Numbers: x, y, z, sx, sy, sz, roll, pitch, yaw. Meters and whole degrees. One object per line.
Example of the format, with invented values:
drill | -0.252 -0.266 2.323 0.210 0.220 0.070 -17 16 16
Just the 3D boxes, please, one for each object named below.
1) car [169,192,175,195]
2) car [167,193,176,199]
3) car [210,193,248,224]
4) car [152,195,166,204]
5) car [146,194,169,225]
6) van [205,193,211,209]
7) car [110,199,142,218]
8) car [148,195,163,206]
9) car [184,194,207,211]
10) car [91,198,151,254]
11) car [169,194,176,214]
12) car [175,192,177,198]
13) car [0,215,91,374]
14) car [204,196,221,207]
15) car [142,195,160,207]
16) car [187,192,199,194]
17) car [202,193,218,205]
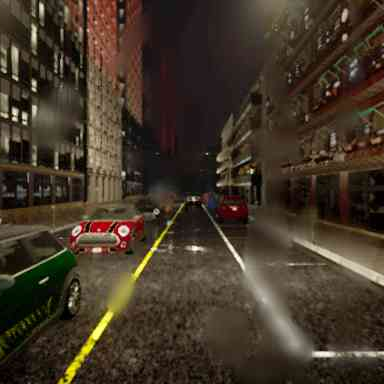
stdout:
car | -5.553 1.167 73.592 2.008 1.369 4.403 0 0 0
car | -5.522 0.973 90.245 1.967 1.590 4.097 0 0 0
car | 2.729 1.174 23.619 2.192 1.841 5.009 0 0 0
car | -5.586 1.252 56.940 2.008 1.369 4.403 0 0 0
car | -3.012 1.230 22.926 2.097 1.767 4.553 0 0 1
van | 2.761 1.108 40.271 1.690 1.788 3.998 0 0 0
car | -5.640 1.376 29.016 1.752 1.417 4.829 0 0 0
car | -5.597 1.256 51.219 1.752 1.417 4.829 0 0 0
car | 0.167 1.286 36.570 2.128 1.511 4.902 0 0 0
car | -3.068 1.285 13.034 2.097 1.767 4.553 0 0 0
car | -2.940 1.297 33.371 1.882 1.535 5.008 0 0 0
car | -5.532 1.143 84.695 1.802 1.307 4.206 0 0 0
car | -3.127 1.336 4.246 2.097 1.767 4.553 0 0 1
car | 2.773 1.288 45.823 2.008 1.369 4.403 0 0 0
car | -5.608 1.200 45.838 1.967 1.590 4.097 0 0 0
car | 0.170 0.961 46.972 2.150 2.045 5.566 0 1 0
car | 2.783 1.023 51.372 2.192 1.841 5.009 0 0 0
